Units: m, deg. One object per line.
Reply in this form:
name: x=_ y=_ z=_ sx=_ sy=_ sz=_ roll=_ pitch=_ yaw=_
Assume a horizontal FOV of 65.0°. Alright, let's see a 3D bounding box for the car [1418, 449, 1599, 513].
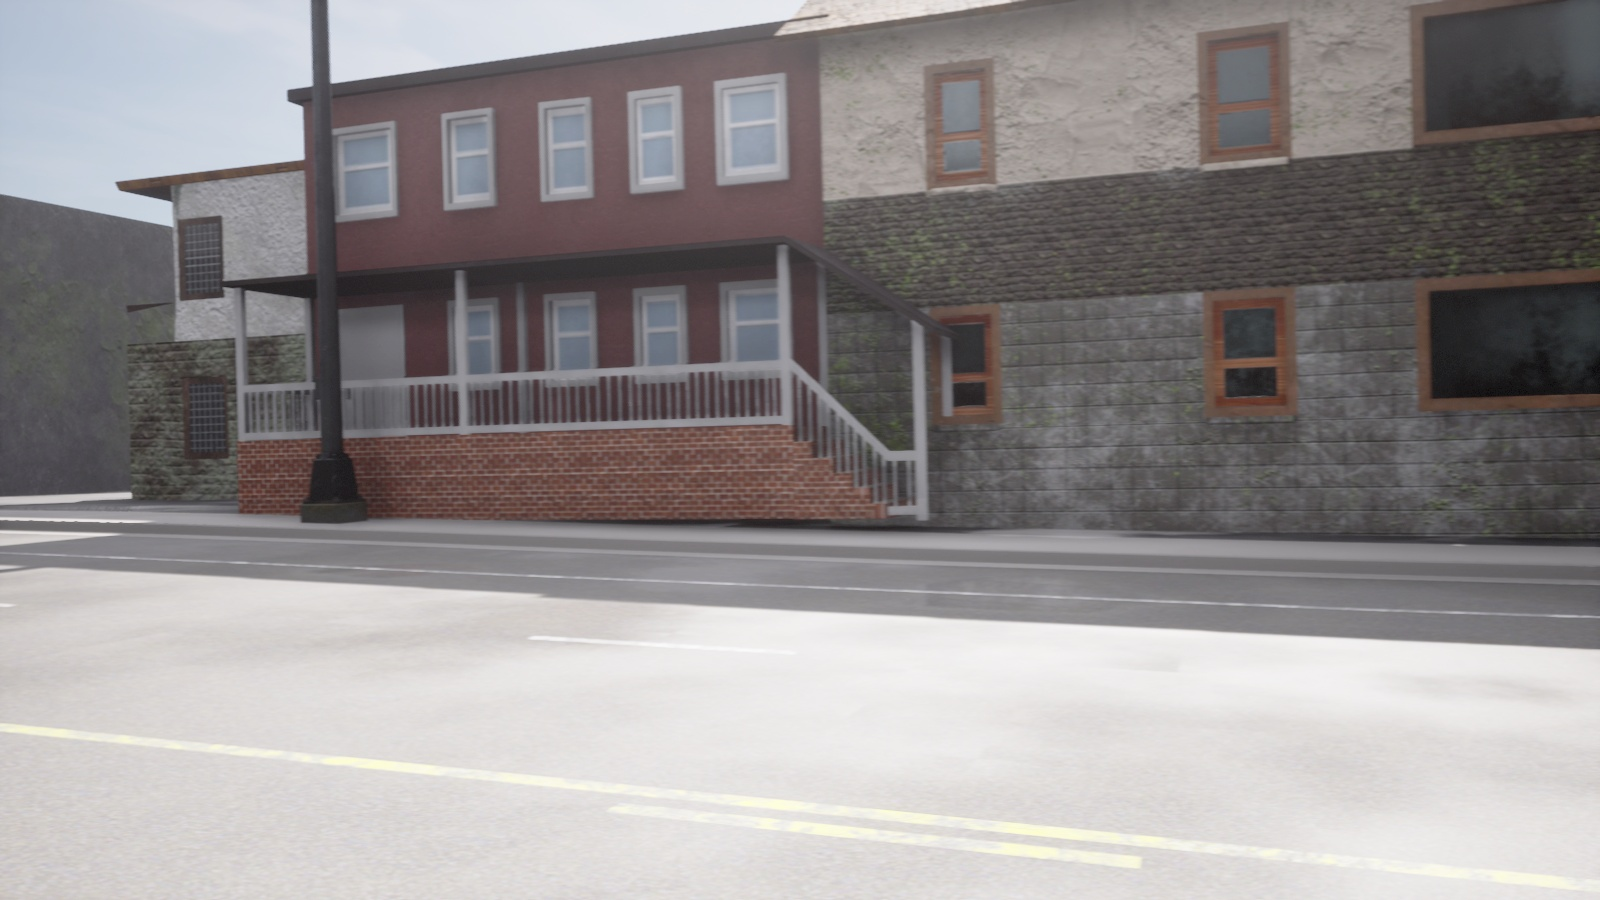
car: x=16.660 y=0.638 z=28.290 sx=1.895 sy=1.301 sz=4.718 roll=-1 pitch=1 yaw=-26
